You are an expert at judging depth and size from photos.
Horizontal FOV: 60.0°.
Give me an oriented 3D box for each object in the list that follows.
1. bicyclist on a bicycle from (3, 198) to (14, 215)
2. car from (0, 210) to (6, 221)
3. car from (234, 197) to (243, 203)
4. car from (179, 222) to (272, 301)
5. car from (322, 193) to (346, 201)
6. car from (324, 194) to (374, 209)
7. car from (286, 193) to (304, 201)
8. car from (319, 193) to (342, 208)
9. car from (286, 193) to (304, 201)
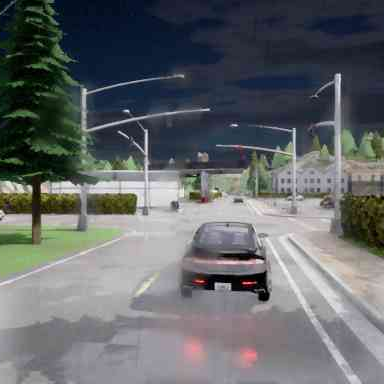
[{"bbox_3d":[-17.956,1.453,32.524,0.582,1.620,1.656,0,0,7],"label":"bicyclist on a bicycle"},{"bbox_3d":[-16.577,1.526,25.188,4.674,1.442,1.812,0,0,8],"label":"car"},{"bbox_3d":[9.451,1.601,67.387,1.895,1.301,4.718,0,0,8],"label":"car"},{"bbox_3d":[0.886,1.492,8.398,2.128,1.511,4.902,0,0,8],"label":"car"},{"bbox_3d":[31.779,1.097,74.520,4.605,1.855,1.932,0,0,8],"label":"car"},{"bbox_3d":[18.297,1.340,38.610,4.514,1.523,2.007,0,0,8],"label":"car"},{"bbox_3d":[23.376,1.361,75.658,3.806,1.475,1.970,0,0,8],"label":"car"},{"bbox_3d":[18.680,1.330,41.724,5.027,1.636,2.152,0,0,8],"label":"car"},{"bbox_3d":[24.442,1.077,78.866,3.866,1.878,1.905,0,0,8],"label":"car"}]
